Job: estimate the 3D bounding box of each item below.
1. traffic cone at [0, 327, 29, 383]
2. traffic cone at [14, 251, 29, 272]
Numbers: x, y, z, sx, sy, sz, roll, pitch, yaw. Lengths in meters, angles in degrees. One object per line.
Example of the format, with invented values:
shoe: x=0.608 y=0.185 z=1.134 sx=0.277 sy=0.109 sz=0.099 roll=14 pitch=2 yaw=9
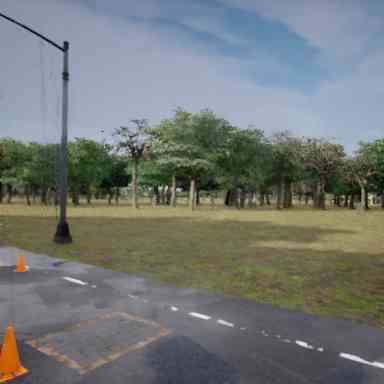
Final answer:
traffic cone: x=-2.342 y=2.034 z=4.274 sx=0.340 sy=0.580 sz=0.340 roll=0 pitch=-2 yaw=38
traffic cone: x=-5.272 y=2.142 z=10.308 sx=0.340 sy=0.580 sz=0.340 roll=0 pitch=-2 yaw=38
